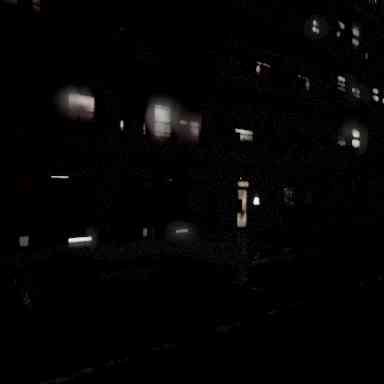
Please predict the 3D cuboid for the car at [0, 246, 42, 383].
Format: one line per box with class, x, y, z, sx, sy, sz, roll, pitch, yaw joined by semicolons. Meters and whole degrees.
car;-4.023;1.445;3.690;4.097;1.590;1.967;0;1;-35
